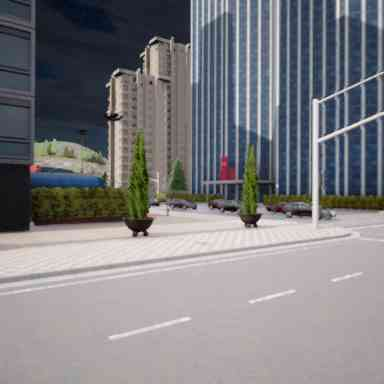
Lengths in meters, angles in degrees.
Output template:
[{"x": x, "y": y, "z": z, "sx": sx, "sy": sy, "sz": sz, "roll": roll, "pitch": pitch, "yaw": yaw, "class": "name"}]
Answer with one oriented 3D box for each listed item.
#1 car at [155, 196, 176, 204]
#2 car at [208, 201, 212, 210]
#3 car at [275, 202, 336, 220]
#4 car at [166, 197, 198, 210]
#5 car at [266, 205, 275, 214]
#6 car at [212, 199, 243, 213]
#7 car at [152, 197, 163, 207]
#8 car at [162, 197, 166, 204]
[{"x": -5.555, "y": 1.715, "z": 69.519, "sx": 2.128, "sy": 1.511, "sz": 4.902, "roll": 0, "pitch": 0, "yaw": -36, "class": "car"}, {"x": 4.129, "y": 1.652, "z": 43.853, "sx": 1.882, "sy": 1.535, "sz": 5.008, "roll": 0, "pitch": 0, "yaw": -36, "class": "car"}, {"x": 10.240, "y": 1.645, "z": 29.425, "sx": 2.128, "sy": 1.511, "sz": 4.902, "roll": 0, "pitch": 0, "yaw": -36, "class": "car"}, {"x": -1.160, "y": 1.659, "z": 45.206, "sx": 1.837, "sy": 1.490, "sz": 4.892, "roll": 0, "pitch": 0, "yaw": -36, "class": "car"}, {"x": 10.240, "y": 1.776, "z": 35.387, "sx": 1.895, "sy": 1.301, "sz": 4.718, "roll": 0, "pitch": 0, "yaw": -36, "class": "car"}, {"x": 4.834, "y": 1.645, "z": 36.897, "sx": 2.128, "sy": 1.511, "sz": 4.902, "roll": 0, "pitch": 0, "yaw": -36, "class": "car"}, {"x": -7.035, "y": 1.700, "z": 53.392, "sx": 2.033, "sy": 1.411, "sz": 5.357, "roll": 0, "pitch": 0, "yaw": -36, "class": "car"}, {"x": -2.082, "y": 1.722, "z": 52.478, "sx": 2.033, "sy": 1.411, "sz": 5.357, "roll": 0, "pitch": 0, "yaw": -36, "class": "car"}]
